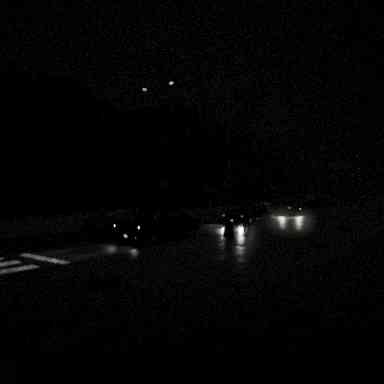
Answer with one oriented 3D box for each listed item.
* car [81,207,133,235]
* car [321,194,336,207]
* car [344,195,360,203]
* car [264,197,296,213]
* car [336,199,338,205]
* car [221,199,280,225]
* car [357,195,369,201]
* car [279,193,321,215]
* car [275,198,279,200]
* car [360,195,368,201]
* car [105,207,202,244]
[{"bbox_3d":[-3.602,1.472,17.202,2.008,1.369,4.403,0,0,35],"label":"car"},{"bbox_3d":[19.343,1.204,49.668,2.192,1.841,5.009,0,0,35],"label":"car"},{"bbox_3d":[32.455,1.462,68.222,1.947,1.339,4.313,0,0,35],"label":"car"},{"bbox_3d":[9.509,1.333,35.754,1.967,1.590,4.097,0,0,35],"label":"car"},{"bbox_3d":[22.621,1.453,54.308,1.947,1.339,4.313,0,0,35],"label":"car"},{"bbox_3d":[4.119,1.457,23.729,2.033,1.411,5.357,0,0,36],"label":"car"},{"bbox_3d":[42.288,1.472,82.137,1.887,1.381,4.507,0,0,35],"label":"car"},{"bbox_3d":[10.587,1.122,32.859,2.150,2.045,5.566,0,0,36],"label":"car"},{"bbox_3d":[6.231,1.477,31.116,1.802,1.307,4.206,0,0,35],"label":"car"},{"bbox_3d":[38.912,1.439,77.360,1.752,1.417,4.829,0,0,35],"label":"car"},{"bbox_3d":[-1.527,1.528,15.748,1.895,1.301,4.718,0,0,35],"label":"car"}]
